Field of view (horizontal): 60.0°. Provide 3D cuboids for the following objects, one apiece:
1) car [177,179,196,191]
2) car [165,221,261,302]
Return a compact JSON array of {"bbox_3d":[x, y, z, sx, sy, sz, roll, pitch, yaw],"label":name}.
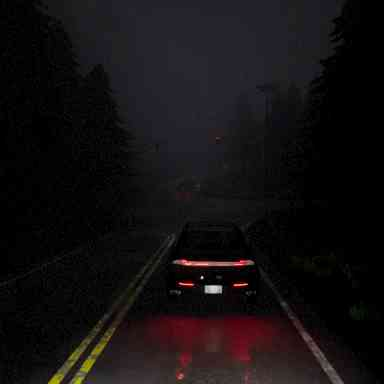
[{"bbox_3d":[-0.694,-1.068,45.245,1.812,1.442,4.674,1,9,14],"label":"car"},{"bbox_3d":[0.449,1.466,8.191,2.128,1.511,4.902,0,0,2],"label":"car"}]
